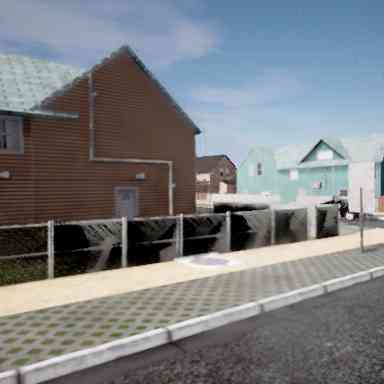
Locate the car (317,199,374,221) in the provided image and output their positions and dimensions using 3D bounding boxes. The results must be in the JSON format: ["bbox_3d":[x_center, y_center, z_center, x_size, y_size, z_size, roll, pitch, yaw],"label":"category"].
[{"bbox_3d":[10.917,1.262,24.869,1.837,1.490,4.892,-1,1,-36],"label":"car"}]
